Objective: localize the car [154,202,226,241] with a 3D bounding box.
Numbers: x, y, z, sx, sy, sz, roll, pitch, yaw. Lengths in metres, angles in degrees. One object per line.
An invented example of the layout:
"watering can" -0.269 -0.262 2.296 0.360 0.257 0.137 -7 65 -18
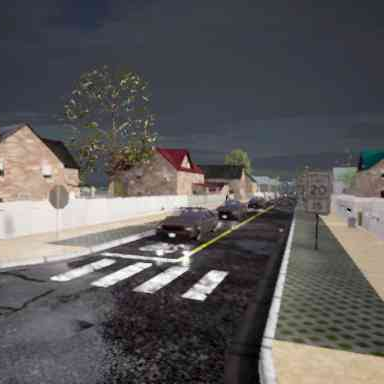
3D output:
"car" -0.030 1.450 16.818 2.033 1.411 5.357 2 1 18

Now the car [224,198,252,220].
"car" 3.201 1.399 26.753 2.033 1.411 5.357 2 1 18

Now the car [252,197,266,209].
"car" 8.303 1.328 42.369 2.033 1.411 5.357 2 1 18
